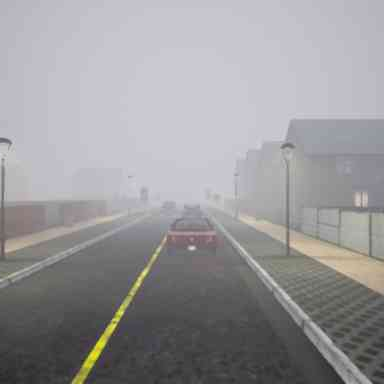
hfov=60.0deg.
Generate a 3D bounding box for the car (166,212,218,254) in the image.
[{"bbox_3d":[0.006,1.737,14.110,1.895,1.301,4.718,0,-1,0],"label":"car"}]

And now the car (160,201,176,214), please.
[{"bbox_3d":[-2.741,1.899,40.451,1.837,1.490,4.892,0,-1,0],"label":"car"}]

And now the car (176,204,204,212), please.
[{"bbox_3d":[0.013,1.773,29.301,2.128,1.511,4.902,0,0,0],"label":"car"}]
